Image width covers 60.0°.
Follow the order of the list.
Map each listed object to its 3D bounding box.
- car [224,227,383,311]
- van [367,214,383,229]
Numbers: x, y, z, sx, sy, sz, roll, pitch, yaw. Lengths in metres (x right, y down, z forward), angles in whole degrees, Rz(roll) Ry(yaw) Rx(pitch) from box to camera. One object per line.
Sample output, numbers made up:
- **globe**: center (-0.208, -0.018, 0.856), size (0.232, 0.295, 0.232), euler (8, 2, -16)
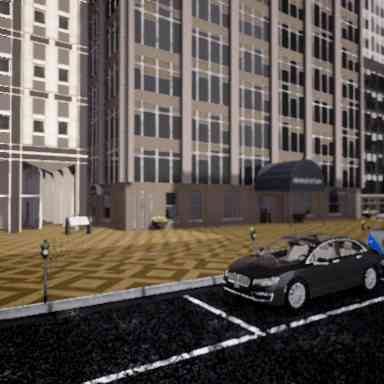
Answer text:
- **car**: center (2.766, 1.698, 7.943), size (4.403, 1.369, 2.008), euler (1, -1, -32)
- **van**: center (7.440, 1.552, 10.887), size (3.998, 1.788, 1.690), euler (1, -1, -32)
